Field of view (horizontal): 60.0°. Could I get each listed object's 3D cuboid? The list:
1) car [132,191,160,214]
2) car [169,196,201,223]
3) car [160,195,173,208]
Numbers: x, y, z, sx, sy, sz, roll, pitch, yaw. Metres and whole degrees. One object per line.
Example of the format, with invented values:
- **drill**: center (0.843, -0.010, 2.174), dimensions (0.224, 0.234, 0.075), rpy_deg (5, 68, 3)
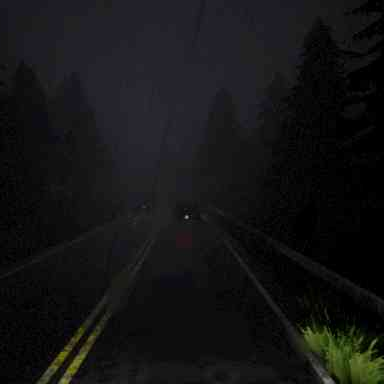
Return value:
- **car**: center (-4.317, 0.934, 31.124), dimensions (2.150, 2.045, 5.566), rpy_deg (0, 0, -6)
- **car**: center (-0.419, 1.277, 23.176), dimensions (1.837, 1.490, 4.892), rpy_deg (0, 1, -2)
- **car**: center (-3.250, 1.096, 40.980), dimensions (1.837, 1.490, 4.892), rpy_deg (-2, 1, -19)
